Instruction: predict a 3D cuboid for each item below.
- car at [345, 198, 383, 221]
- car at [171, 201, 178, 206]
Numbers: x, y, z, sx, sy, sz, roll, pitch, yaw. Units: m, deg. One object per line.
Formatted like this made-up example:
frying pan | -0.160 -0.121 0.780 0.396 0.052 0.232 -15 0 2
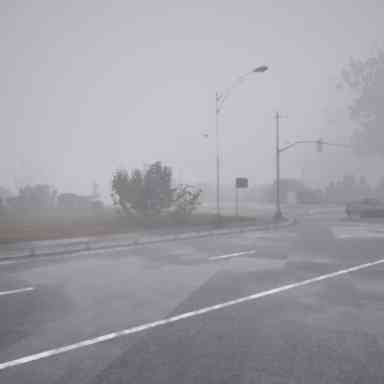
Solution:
car | 12.575 1.154 21.653 2.128 1.511 4.902 -1 1 -39
car | -3.357 1.200 41.641 1.812 1.442 4.674 -1 1 -39
